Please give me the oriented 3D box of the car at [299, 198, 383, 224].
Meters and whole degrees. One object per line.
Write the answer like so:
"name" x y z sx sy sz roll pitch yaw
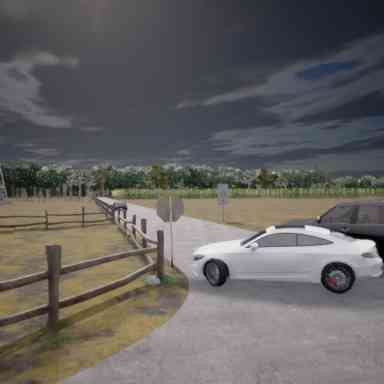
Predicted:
"car" 5.101 1.221 9.781 2.150 2.045 5.566 -2 0 -39

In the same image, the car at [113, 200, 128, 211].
"car" -10.748 1.969 49.474 2.033 1.411 5.357 -2 0 -18

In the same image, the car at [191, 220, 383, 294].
"car" 2.296 1.609 8.695 4.674 1.442 1.812 -2 0 17
